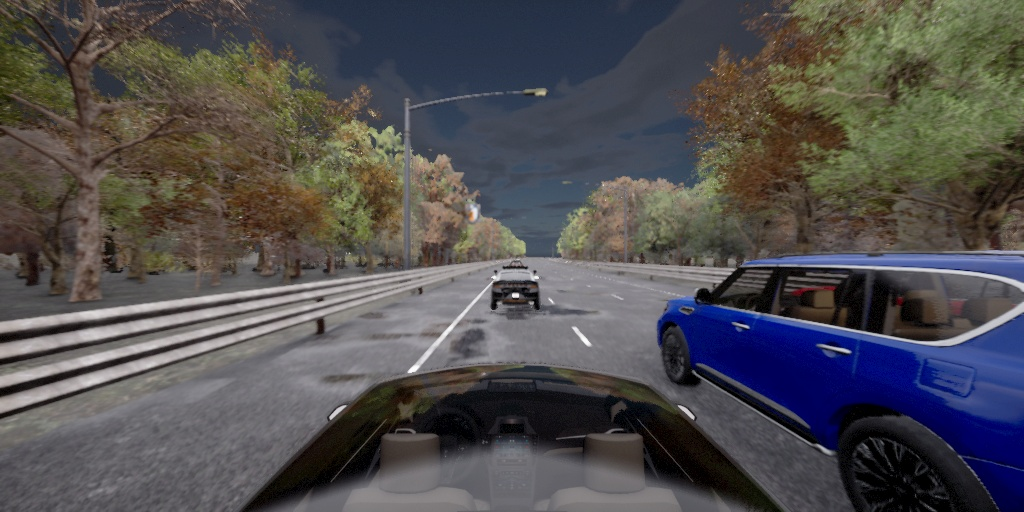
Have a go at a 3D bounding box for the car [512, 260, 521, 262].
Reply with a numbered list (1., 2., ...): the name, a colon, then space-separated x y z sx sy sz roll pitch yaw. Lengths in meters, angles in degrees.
1. car: 0.601 1.387 47.826 2.033 1.649 4.856 0 0 1

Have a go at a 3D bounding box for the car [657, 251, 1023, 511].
1. car: 3.597 0.984 3.896 2.150 2.045 5.566 0 0 0

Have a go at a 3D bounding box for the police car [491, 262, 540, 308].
1. police car: 0.145 1.238 15.637 1.930 1.638 5.238 0 0 0
